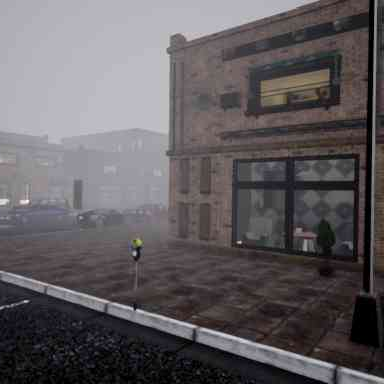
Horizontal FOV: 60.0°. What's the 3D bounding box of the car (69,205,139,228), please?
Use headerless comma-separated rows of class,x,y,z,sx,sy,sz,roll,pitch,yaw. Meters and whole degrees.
car,-6.282,1.796,24.142,1.947,1.339,4.313,0,0,36

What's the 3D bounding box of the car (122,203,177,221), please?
car,-3.948,1.809,31.768,2.033,1.411,5.357,1,0,36

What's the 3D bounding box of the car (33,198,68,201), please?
car,-13.054,1.414,29.073,2.192,1.841,5.009,0,0,36

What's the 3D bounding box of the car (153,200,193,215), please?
car,-2.136,1.774,39.663,2.128,1.511,4.902,1,0,36

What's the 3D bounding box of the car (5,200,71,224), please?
car,-12.015,1.648,26.086,1.812,1.442,4.674,1,0,36

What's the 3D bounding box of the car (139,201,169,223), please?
car,-3.016,1.723,28.628,1.967,1.590,4.097,0,0,36
